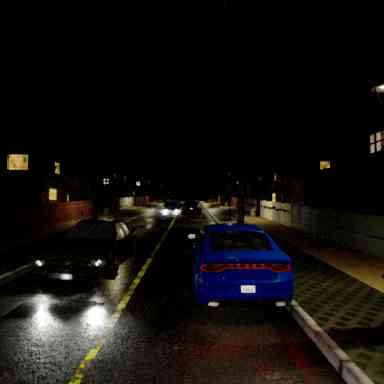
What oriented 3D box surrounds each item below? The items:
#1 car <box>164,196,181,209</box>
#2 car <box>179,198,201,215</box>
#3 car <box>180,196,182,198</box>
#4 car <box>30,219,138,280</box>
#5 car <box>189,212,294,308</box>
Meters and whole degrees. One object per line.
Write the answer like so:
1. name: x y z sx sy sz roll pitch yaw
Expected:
1. car: -2.886 1.663 46.570 1.895 1.301 4.718 0 0 0
2. car: -0.033 1.609 34.775 1.994 1.385 4.181 0 0 1
3. car: -2.994 1.729 83.183 1.994 1.385 4.181 0 0 0
4. car: -2.879 1.558 10.269 2.033 1.411 5.357 0 0 0
5. car: 0.940 1.487 8.081 1.882 1.535 5.008 0 0 0
